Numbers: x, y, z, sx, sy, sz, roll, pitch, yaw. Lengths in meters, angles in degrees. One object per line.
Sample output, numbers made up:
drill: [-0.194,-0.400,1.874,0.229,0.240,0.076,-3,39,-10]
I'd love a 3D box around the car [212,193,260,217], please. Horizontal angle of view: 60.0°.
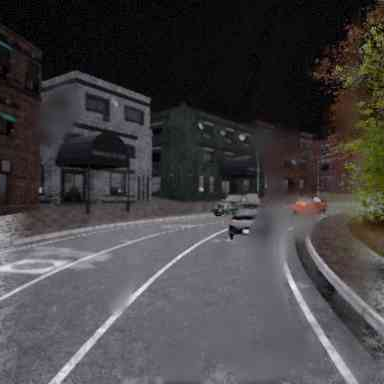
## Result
car: [4.106,1.160,29.767,2.150,2.045,5.566,0,0,40]

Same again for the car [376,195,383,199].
car: [33.811,0.766,58.479,4.181,1.385,1.994,-2,1,-42]

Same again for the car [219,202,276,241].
car: [3.090,1.486,16.728,2.128,1.511,4.902,0,0,18]

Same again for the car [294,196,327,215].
car: [11.742,1.205,32.773,2.097,1.767,4.553,0,0,37]
